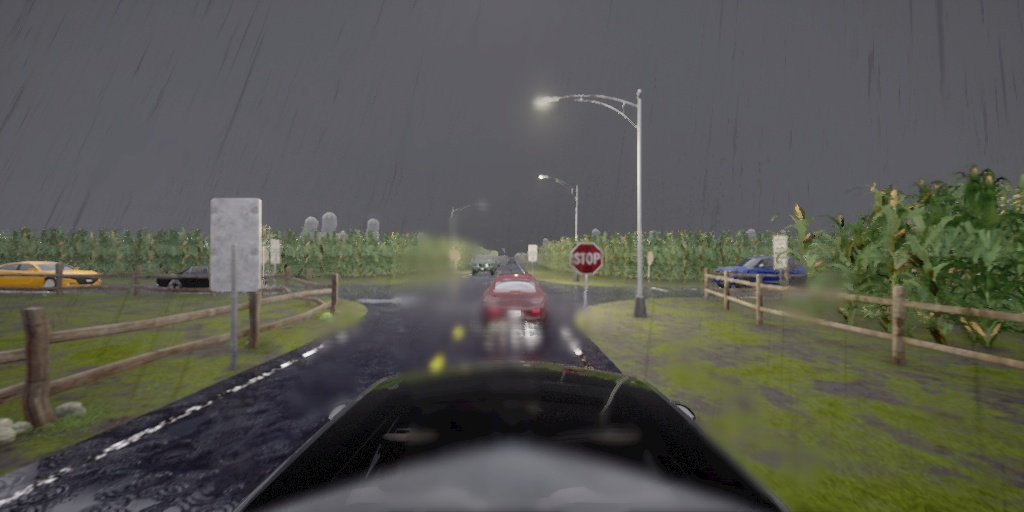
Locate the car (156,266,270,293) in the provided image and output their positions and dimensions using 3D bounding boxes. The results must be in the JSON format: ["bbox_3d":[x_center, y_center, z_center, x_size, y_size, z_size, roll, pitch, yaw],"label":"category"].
[{"bbox_3d":[-15.689,1.204,19.007,4.718,1.301,1.895,0,0,1],"label":"car"}]

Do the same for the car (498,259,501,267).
[{"bbox_3d":[-2.846,1.157,47.143,2.033,1.411,5.357,0,0,0],"label":"car"}]

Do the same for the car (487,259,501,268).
[{"bbox_3d":[-2.835,1.174,57.305,1.895,1.301,4.718,0,0,0],"label":"car"}]

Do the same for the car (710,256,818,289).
[{"bbox_3d":[15.126,1.038,21.651,5.566,2.045,2.150,0,0,1],"label":"car"}]

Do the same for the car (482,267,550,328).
[{"bbox_3d":[0.098,1.250,11.090,1.812,1.442,4.674,0,0,0],"label":"car"}]

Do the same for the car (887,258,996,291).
[{"bbox_3d":[25.812,1.112,21.554,5.566,2.045,2.150,0,0,0],"label":"car"}]

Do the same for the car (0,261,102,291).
[{"bbox_3d":[-24.970,1.030,19.096,5.008,1.535,1.882,0,0,1],"label":"car"}]

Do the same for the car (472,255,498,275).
[{"bbox_3d":[-2.849,0.865,36.939,2.150,2.045,5.566,0,0,0],"label":"car"}]
